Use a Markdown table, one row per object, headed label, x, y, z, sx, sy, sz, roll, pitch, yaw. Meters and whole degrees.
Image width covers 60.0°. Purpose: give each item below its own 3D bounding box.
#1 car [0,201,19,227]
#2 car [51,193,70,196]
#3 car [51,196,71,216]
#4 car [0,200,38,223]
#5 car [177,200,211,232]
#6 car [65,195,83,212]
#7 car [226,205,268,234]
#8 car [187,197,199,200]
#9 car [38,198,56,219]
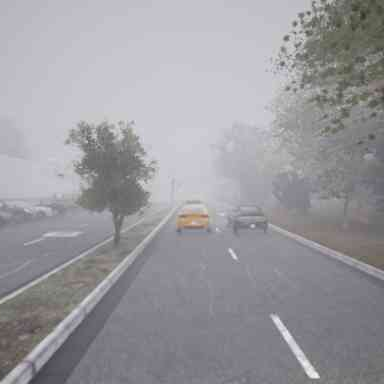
| label | x | y | z | sx | sy | sz | roll | pitch | yaw |
| --- | --- | --- | --- | --- | --- | --- | --- | --- | --- |
| car | -13.822 | 1.544 | 20.911 | 4.674 | 1.452 | 2.002 | -1 | 0 | -20 |
| car | -13.783 | 1.106 | 38.929 | 5.566 | 2.045 | 2.435 | -1 | 0 | -20 |
| car | -13.805 | 1.436 | 29.911 | 5.008 | 1.535 | 2.097 | -1 | 1 | -20 |
| car | -13.849 | 1.358 | 23.899 | 4.553 | 1.767 | 2.185 | -1 | 0 | -20 |
| car | 0.106 | 1.491 | 20.254 | 1.882 | 1.535 | 5.008 | 0 | 0 | 0 |
| car | -13.780 | 1.411 | 35.927 | 4.792 | 1.488 | 2.163 | -1 | 0 | -20 |
| car | 3.106 | 1.509 | 19.397 | 2.128 | 1.511 | 4.902 | 0 | 0 | 0 |
| car | 0.111 | 1.328 | 40.727 | 1.882 | 1.535 | 5.008 | 0 | 0 | 0 |
| car | -13.817 | 1.501 | 26.911 | 4.674 | 1.452 | 2.002 | -1 | 0 | -20 |
